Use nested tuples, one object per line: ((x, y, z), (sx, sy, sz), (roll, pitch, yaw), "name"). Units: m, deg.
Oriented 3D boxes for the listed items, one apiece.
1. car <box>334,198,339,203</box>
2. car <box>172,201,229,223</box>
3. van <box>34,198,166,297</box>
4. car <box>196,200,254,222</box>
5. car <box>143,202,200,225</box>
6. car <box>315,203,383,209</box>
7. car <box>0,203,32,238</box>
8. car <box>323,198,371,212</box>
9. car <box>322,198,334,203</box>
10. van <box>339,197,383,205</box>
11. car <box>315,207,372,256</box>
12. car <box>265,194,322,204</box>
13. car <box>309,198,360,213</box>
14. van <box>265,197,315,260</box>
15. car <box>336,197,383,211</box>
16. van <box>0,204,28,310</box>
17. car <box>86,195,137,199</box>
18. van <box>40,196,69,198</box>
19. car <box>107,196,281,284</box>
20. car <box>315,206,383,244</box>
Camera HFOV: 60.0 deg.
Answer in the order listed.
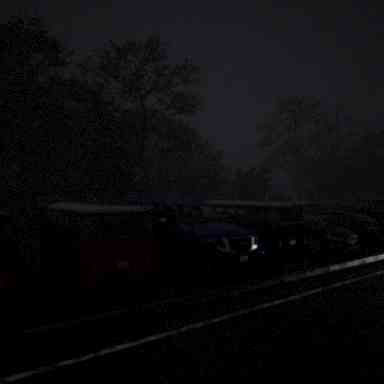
((14.113, 1.485, 36.789), (2.097, 1.535, 5.008), (0, 0, -36), "car")
((0.601, 1.566, 27.056), (2.163, 1.488, 4.792), (0, 0, -36), "car")
((-2.710, 1.275, 8.766), (1.878, 1.987, 4.442), (0, 0, -36), "van")
((2.729, 1.528, 28.845), (1.946, 1.575, 5.366), (0, 0, -36), "car")
((-1.695, 1.563, 25.481), (2.163, 1.488, 4.792), (0, 0, -36), "car")
((8.737, 1.563, 16.867), (2.163, 1.488, 4.792), (0, 0, -36), "car")
((-10.809, 1.497, 19.138), (1.946, 1.575, 5.366), (0, 0, -36), "car")
((18.610, 1.493, 40.044), (2.163, 1.488, 4.792), (0, 0, -36), "car")
((11.858, 1.495, 35.171), (2.097, 1.535, 5.008), (0, 0, -36), "car")
((10.963, 1.302, 18.571), (1.878, 1.987, 4.442), (0, 0, -36), "van")
((4.190, 1.529, 13.578), (2.231, 1.521, 4.892), (0, 0, -36), "car")
((9.621, 1.255, 33.525), (2.435, 2.045, 5.566), (0, 0, -36), "car")
((16.368, 1.475, 38.408), (2.231, 1.521, 4.892), (0, 0, -36), "car")
((1.845, 1.297, 12.032), (1.878, 1.987, 4.442), (0, 0, -36), "van")
((20.991, 1.450, 41.486), (1.946, 1.575, 5.366), (0, 0, -36), "car")
((-4.987, 1.264, 7.132), (1.878, 1.987, 4.442), (0, 0, -36), "van")
((-6.205, 1.271, 22.246), (2.435, 2.045, 5.566), (0, 0, -36), "car")
((-8.513, 1.286, 20.699), (1.878, 1.987, 4.442), (0, 0, -36), "van")
((-0.346, 1.261, 10.282), (2.435, 2.045, 5.566), (0, 0, -36), "car")
((6.473, 1.573, 15.205), (2.002, 1.452, 4.674), (0, 0, -36), "car")
